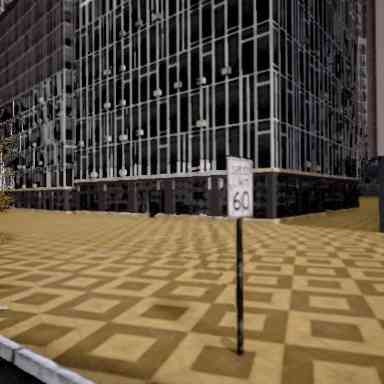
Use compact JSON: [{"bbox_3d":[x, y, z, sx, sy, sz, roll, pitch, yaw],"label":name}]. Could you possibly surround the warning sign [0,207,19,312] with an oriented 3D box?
[{"bbox_3d":[-4.063,1.227,6.049,1.060,1.860,1.300,-1,-1,37],"label":"warning sign"}]
